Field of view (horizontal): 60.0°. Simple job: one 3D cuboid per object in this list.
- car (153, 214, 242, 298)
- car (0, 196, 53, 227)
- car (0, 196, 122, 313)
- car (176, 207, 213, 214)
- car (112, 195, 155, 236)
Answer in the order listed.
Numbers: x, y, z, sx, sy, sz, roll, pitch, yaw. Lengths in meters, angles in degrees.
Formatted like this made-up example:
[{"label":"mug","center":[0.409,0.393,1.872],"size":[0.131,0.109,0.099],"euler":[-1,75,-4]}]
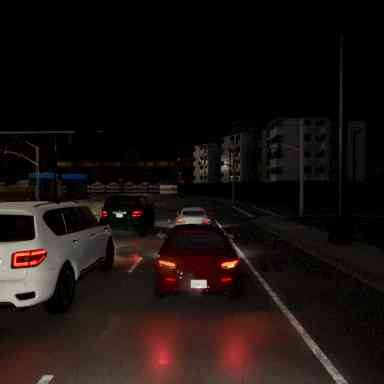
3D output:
[{"label":"car","center":[0.116,1.521,8.408],"size":[1.812,1.442,4.674],"euler":[0,0,0]},{"label":"car","center":[-10.469,1.083,20.250],"size":[1.882,1.535,5.008],"euler":[0,0,0]},{"label":"car","center":[-3.387,1.218,7.764],"size":[2.150,2.045,5.566],"euler":[0,0,0]},{"label":"car","center":[0.106,1.490,17.495],"size":[1.812,1.442,4.674],"euler":[0,0,1]},{"label":"car","center":[-3.362,1.179,18.123],"size":[2.150,2.045,5.566],"euler":[0,0,0]}]
